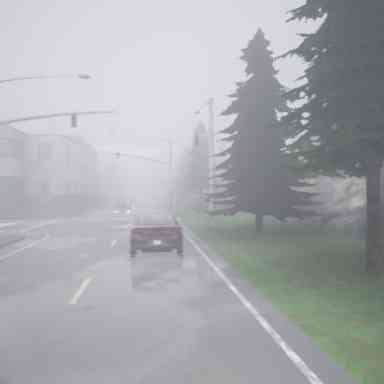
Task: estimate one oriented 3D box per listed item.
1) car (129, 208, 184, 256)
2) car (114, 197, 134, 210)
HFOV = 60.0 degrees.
[{"bbox_3d":[-1.443,1.494,13.280,1.882,1.535,5.008,0,0,-7],"label":"car"},{"bbox_3d":[-9.201,1.430,44.315,2.097,1.767,4.553,0,0,-7],"label":"car"}]
